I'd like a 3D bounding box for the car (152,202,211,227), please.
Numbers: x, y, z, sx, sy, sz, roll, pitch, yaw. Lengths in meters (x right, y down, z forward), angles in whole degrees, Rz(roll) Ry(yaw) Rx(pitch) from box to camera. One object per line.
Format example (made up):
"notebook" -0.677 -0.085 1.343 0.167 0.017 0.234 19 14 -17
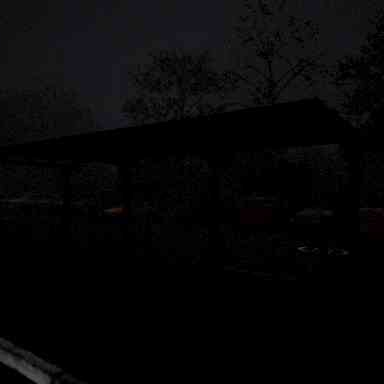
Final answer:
"car" -0.162 1.473 22.741 2.163 1.488 4.792 0 0 35

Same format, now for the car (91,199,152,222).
"car" -4.784 1.413 25.820 1.946 1.575 5.366 0 0 35

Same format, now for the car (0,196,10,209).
"car" -25.083 1.308 40.378 2.163 1.488 4.792 1 0 35

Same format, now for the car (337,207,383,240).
"car" 8.915 1.500 16.347 2.097 1.535 5.008 0 0 35

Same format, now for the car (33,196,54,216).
"car" -11.469 1.374 30.786 2.097 1.535 5.008 0 0 35

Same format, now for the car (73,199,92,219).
"car" -6.925 1.432 27.599 2.163 1.488 4.792 0 0 35

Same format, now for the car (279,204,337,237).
"car" 6.648 1.526 17.953 2.002 1.452 4.674 0 0 35

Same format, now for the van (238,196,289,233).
"van" 4.454 1.246 19.653 1.878 1.987 4.442 0 0 35

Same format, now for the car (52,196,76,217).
"car" -9.203 1.389 29.183 2.231 1.521 4.892 0 0 35

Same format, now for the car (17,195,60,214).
"car" -13.735 1.360 32.390 2.097 1.535 5.008 0 0 35

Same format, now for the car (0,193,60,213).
"car" -16.020 1.095 33.965 2.435 2.045 5.566 0 0 35
